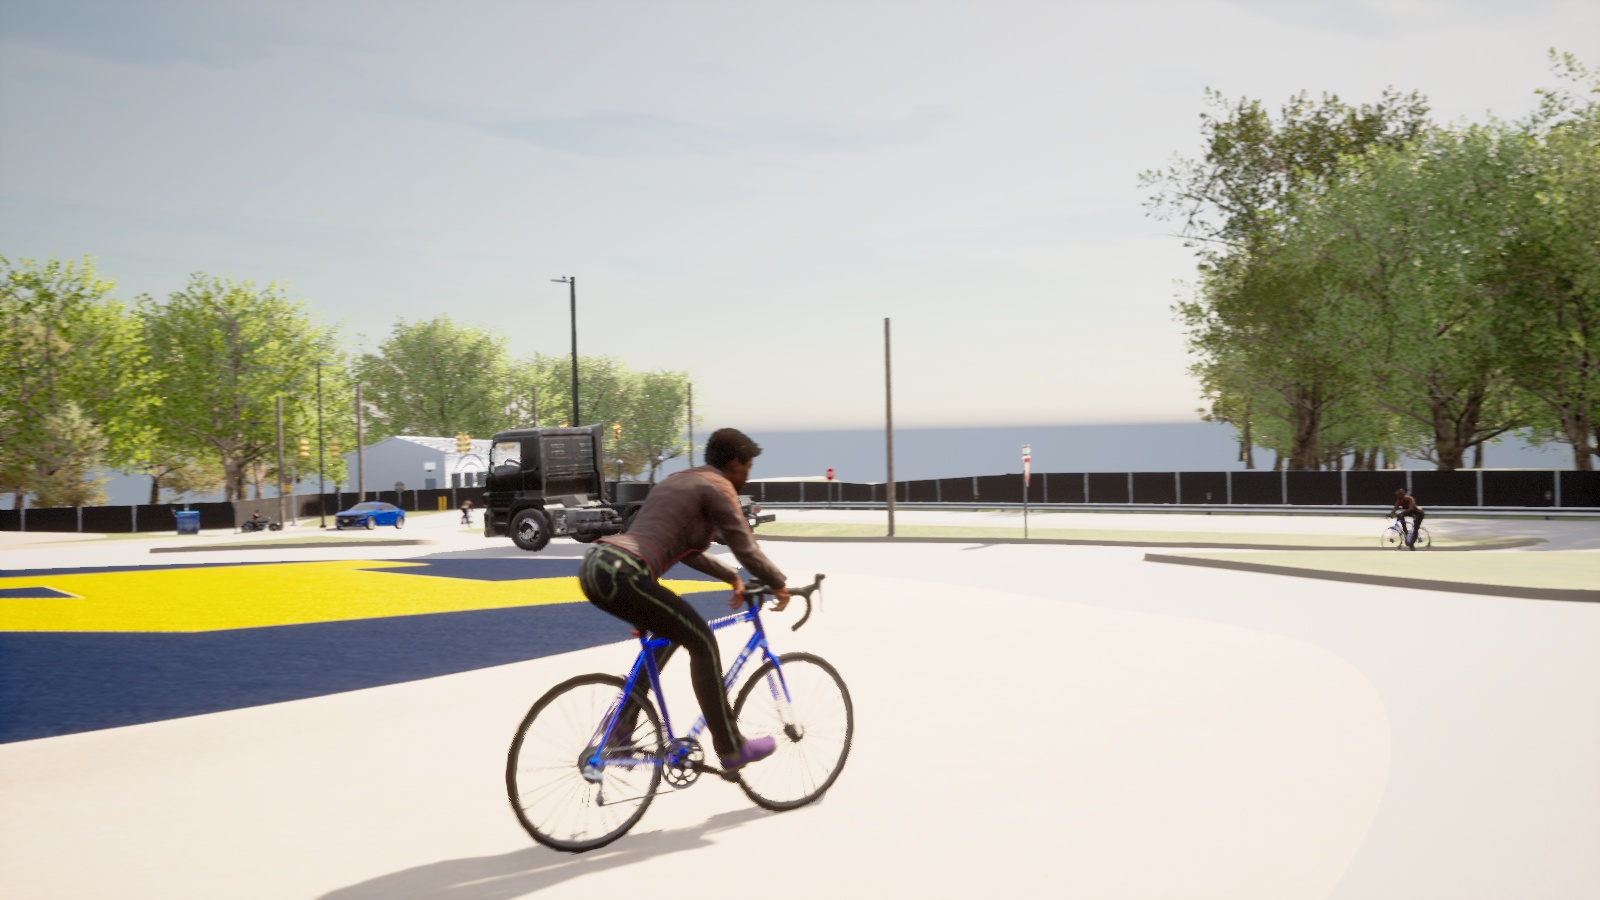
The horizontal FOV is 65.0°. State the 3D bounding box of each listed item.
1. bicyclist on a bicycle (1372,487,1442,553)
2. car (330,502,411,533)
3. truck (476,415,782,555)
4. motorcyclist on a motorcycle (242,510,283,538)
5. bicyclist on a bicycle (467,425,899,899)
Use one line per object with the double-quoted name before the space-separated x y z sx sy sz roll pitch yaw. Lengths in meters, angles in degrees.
"bicyclist on a bicycle" 15.114 1.736 31.277 1.656 1.620 0.582 1 -3 -22
"car" -22.781 3.600 66.870 1.882 1.535 5.008 -2 -4 10
"truck" -4.728 0.963 34.147 7.936 3.462 2.891 -2 1 28
"motorcyclist on a motorcycle" -34.442 4.734 80.507 2.350 1.649 0.766 -1 1 -18
"bicyclist on a bicycle" -0.423 0.735 5.033 1.656 1.620 0.582 1 -1 -37
